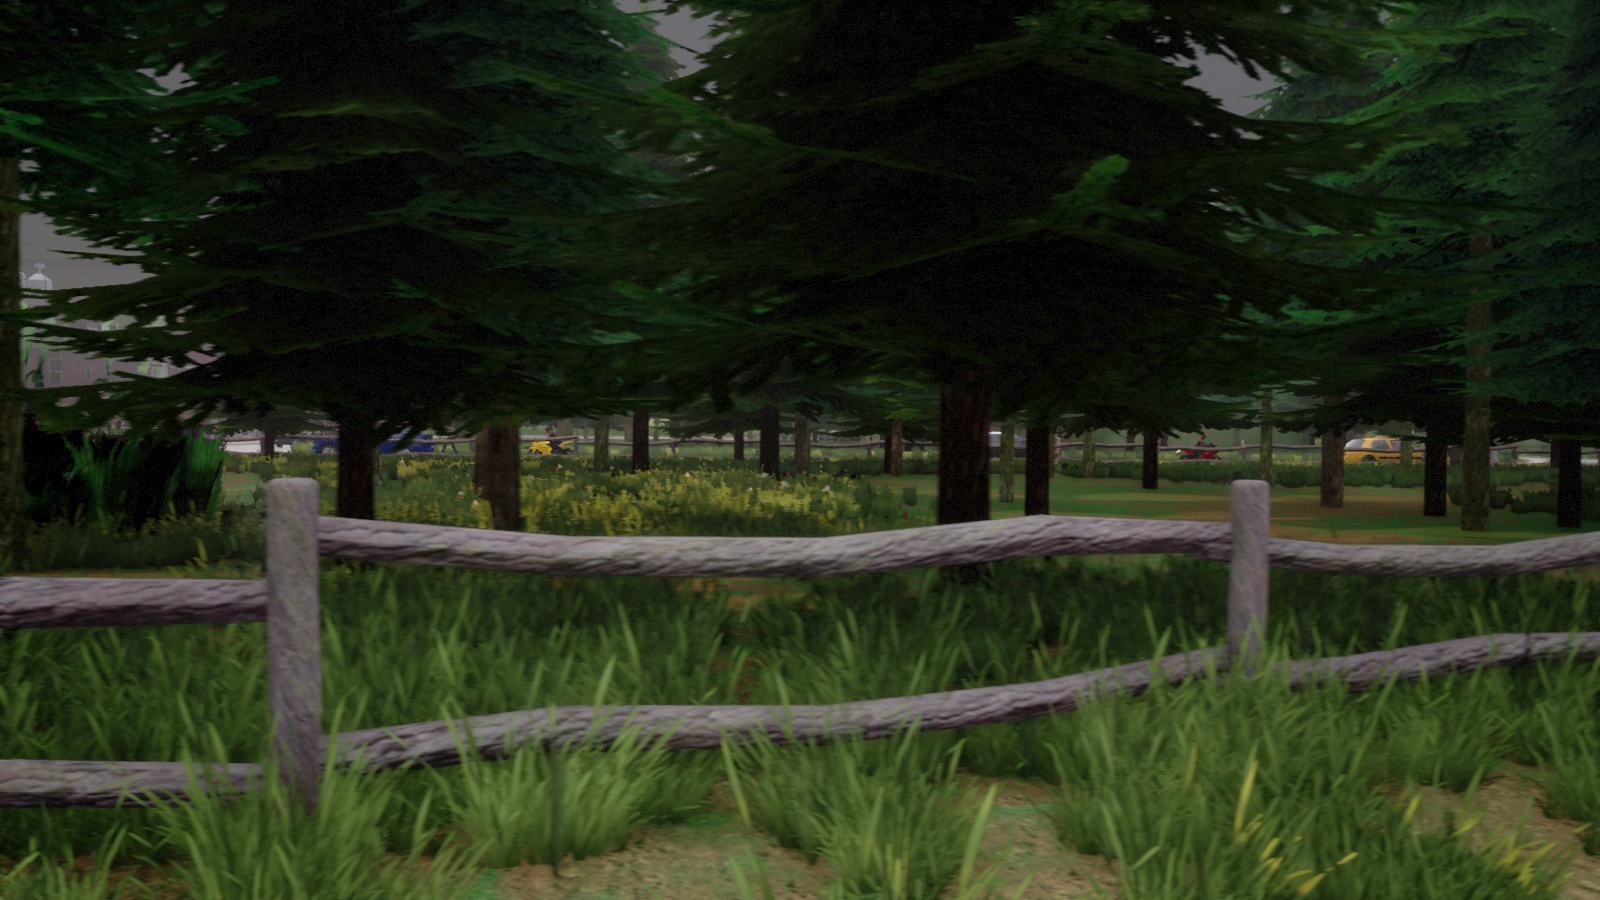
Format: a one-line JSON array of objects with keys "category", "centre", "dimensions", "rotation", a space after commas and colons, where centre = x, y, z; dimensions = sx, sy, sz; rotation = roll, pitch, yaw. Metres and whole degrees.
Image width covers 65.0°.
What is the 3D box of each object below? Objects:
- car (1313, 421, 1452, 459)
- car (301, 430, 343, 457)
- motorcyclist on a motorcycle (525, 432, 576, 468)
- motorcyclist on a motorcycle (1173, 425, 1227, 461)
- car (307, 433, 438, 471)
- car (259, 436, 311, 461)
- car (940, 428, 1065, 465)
[{"category": "car", "centre": [25.367, -0.446, 54.765], "dimensions": [5.366, 1.575, 1.801], "rotation": [-1, 1, -6]}, {"category": "car", "centre": [-34.055, -0.474, 89.522], "dimensions": [1.905, 1.878, 3.866], "rotation": [-1, 1, -7]}, {"category": "motorcyclist on a motorcycle", "centre": [-10.794, -0.012, 54.404], "dimensions": [2.044, 1.523, 0.797], "rotation": [-1, 1, -5]}, {"category": "motorcyclist on a motorcycle", "centre": [17.163, -0.299, 53.874], "dimensions": [2.044, 1.523, 0.797], "rotation": [-1, 1, -6]}, {"category": "car", "centre": [-18.254, 0.075, 53.794], "dimensions": [5.008, 1.535, 1.882], "rotation": [-1, 1, -5]}, {"category": "car", "centre": [-32.858, -0.130, 80.287], "dimensions": [1.837, 1.490, 4.892], "rotation": [-1, 1, -7]}, {"category": "car", "centre": [8.515, -0.167, 52.942], "dimensions": [4.892, 1.490, 1.837], "rotation": [-1, 1, -6]}]
